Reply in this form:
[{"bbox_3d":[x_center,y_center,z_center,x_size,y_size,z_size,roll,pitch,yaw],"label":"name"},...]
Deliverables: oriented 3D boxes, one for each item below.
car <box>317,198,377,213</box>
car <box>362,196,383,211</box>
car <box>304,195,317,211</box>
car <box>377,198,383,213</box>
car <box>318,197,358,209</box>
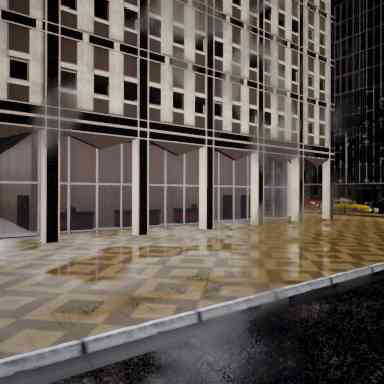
[{"bbox_3d":[15.766,1.415,34.004,1.752,1.417,4.829,1,0,-36],"label":"car"},{"bbox_3d":[22.620,1.361,39.268,1.967,1.590,4.097,1,0,-36],"label":"car"},{"bbox_3d":[12.322,1.171,38.729,2.192,1.841,5.009,1,0,-36],"label":"car"},{"bbox_3d":[20.038,1.424,32.783,1.837,1.490,4.892,0,0,-36],"label":"car"},{"bbox_3d":[19.225,1.438,43.819,2.008,1.369,4.403,1,0,-36],"label":"car"}]
